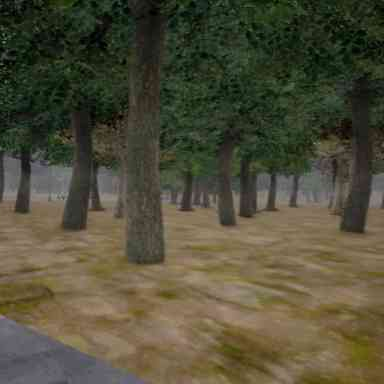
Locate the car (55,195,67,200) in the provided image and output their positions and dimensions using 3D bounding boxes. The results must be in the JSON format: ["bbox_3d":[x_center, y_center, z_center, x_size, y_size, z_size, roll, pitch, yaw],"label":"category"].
[{"bbox_3d":[-33.218,1.342,87.267,1.895,1.301,4.718,2,0,37],"label":"car"}]
